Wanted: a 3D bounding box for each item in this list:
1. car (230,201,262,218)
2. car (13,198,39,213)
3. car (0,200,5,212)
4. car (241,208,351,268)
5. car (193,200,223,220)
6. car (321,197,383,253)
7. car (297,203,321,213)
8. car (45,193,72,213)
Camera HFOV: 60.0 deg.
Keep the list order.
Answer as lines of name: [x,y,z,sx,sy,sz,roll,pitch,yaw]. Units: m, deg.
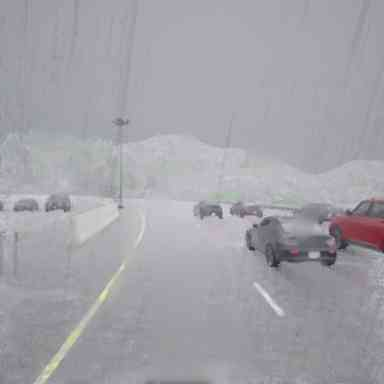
car: [4.654,1.465,28.988,1.812,1.442,4.674,0,0,-9]
car: [-18.462,1.490,37.155,1.837,1.490,4.892,0,0,-13]
car: [-21.751,1.501,35.855,1.837,1.490,4.892,0,0,-13]
car: [3.119,1.499,11.144,1.812,1.442,4.674,0,0,-3]
car: [1.279,1.454,27.941,1.837,1.490,4.892,0,0,-9]
car: [6.656,1.185,11.002,2.150,2.045,5.566,0,0,-3]
car: [8.978,1.486,23.444,2.033,1.411,5.357,0,0,-7]
car: [-14.886,1.194,37.286,2.150,2.045,5.566,0,0,-13]
